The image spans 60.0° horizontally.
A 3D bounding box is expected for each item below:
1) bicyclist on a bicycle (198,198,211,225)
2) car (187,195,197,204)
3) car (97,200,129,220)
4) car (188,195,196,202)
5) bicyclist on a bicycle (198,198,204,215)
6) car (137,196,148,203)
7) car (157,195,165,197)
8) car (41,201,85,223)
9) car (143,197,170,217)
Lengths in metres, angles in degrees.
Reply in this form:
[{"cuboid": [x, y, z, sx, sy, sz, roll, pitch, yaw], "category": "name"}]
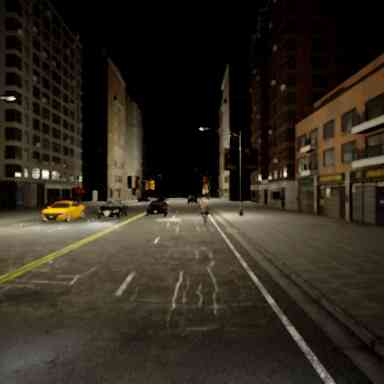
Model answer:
[{"cuboid": [0.880, 1.424, 22.555, 0.866, 1.612, 1.509, 0, 0, 0], "category": "bicyclist on a bicycle"}, {"cuboid": [0.061, 1.462, 62.481, 2.128, 1.511, 4.902, 0, 0, 0], "category": "car"}, {"cuboid": [-6.602, 1.476, 28.236, 2.128, 1.511, 4.902, 0, 0, 0], "category": "car"}, {"cuboid": [-0.020, 1.492, 76.935, 1.812, 1.442, 4.674, 0, 0, 0], "category": "car"}, {"cuboid": [0.884, 1.435, 33.277, 0.582, 1.620, 1.656, 0, 0, 0], "category": "bicyclist on a bicycle"}, {"cuboid": [-9.770, 1.552, 66.969, 1.895, 1.301, 4.718, 0, 0, 0], "category": "car"}, {"cuboid": [-6.519, 1.429, 69.460, 1.837, 1.490, 4.892, 0, 0, 0], "category": "car"}, {"cuboid": [-9.853, 1.463, 25.753, 1.882, 1.535, 5.008, 0, 0, 0], "category": "car"}, {"cuboid": [-3.159, 1.509, 31.115, 1.812, 1.442, 4.674, 0, 0, 0], "category": "car"}]
